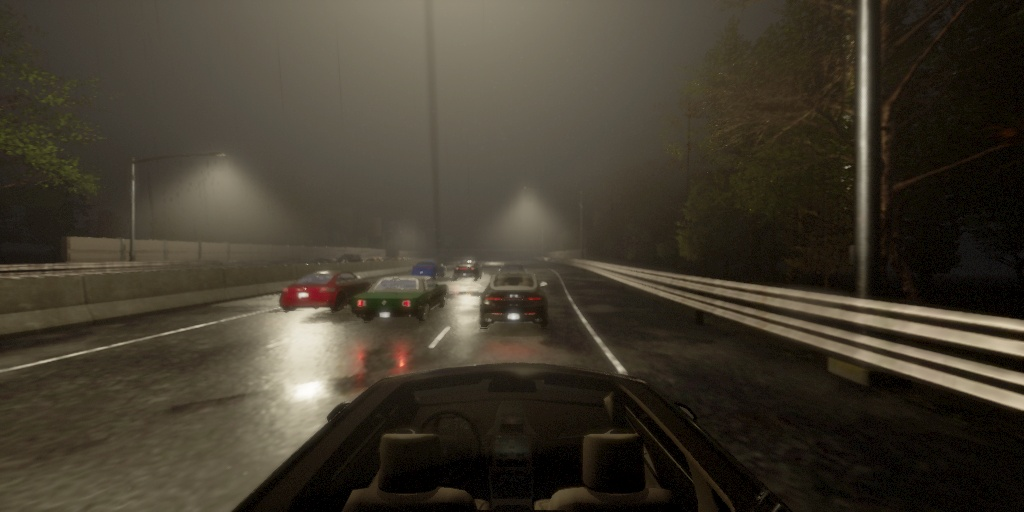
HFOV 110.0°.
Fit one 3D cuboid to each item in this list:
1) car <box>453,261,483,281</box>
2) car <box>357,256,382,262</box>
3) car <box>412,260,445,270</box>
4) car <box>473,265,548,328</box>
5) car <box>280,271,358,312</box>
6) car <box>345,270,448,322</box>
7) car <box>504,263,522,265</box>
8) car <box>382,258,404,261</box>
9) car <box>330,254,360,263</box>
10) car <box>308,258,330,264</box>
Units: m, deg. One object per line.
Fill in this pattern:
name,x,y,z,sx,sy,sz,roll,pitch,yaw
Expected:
car,-3.427,1.130,28.408,2.128,1.511,4.902,0,0,0
car,-21.048,1.026,54.262,1.882,1.535,5.008,0,0,0
car,-6.921,1.109,29.999,1.882,1.535,5.008,0,0,0
car,0.058,1.214,11.180,1.837,1.490,4.892,0,0,0
car,-6.925,1.260,13.932,1.994,1.385,4.181,0,0,0
car,-3.436,1.306,11.970,1.895,1.301,4.718,0,0,0
car,0.046,1.201,24.687,2.033,1.411,5.357,0,0,0
car,-17.552,1.026,54.531,1.882,1.535,5.008,0,0,0
car,-24.544,0.769,54.021,2.150,2.045,5.566,0,0,1
car,-28.047,1.057,52.794,1.837,1.490,4.892,0,0,0
